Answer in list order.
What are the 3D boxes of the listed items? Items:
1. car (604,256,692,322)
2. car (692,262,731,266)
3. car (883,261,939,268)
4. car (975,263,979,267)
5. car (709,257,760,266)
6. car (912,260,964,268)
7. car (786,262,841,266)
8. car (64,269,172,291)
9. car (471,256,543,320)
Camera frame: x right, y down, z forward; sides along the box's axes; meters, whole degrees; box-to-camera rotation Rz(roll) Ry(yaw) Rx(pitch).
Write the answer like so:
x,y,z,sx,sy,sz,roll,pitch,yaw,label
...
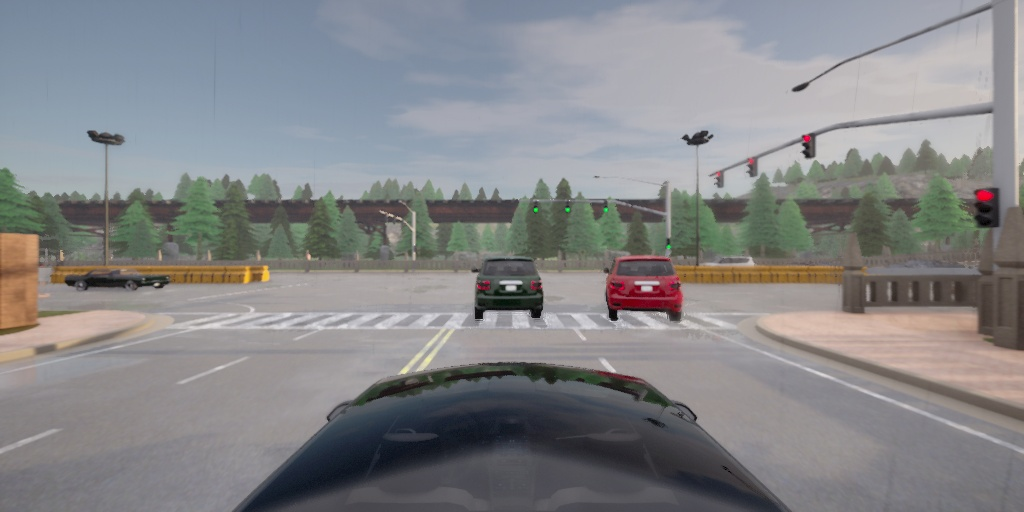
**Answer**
x,y,z,sx,sy,sz,roll,pitch,yaw,label
4.512,1.009,12.769,2.150,2.045,5.566,-1,0,15,car
16.463,1.449,32.132,4.718,1.301,1.895,0,0,-1,car
34.704,1.399,32.105,4.181,1.385,1.994,0,0,0,car
45.098,0.766,32.104,5.566,2.045,2.150,-3,0,-2,car
21.096,1.080,35.643,5.566,2.045,2.150,0,0,0,car
41.714,1.189,35.597,4.902,1.511,2.128,-2,0,0,car
25.791,1.339,32.125,4.902,1.511,2.128,0,0,0,car
-23.623,1.416,21.647,4.718,1.301,1.895,0,0,0,car
-0.281,1.010,13.042,2.150,2.045,5.566,0,0,-5,car
